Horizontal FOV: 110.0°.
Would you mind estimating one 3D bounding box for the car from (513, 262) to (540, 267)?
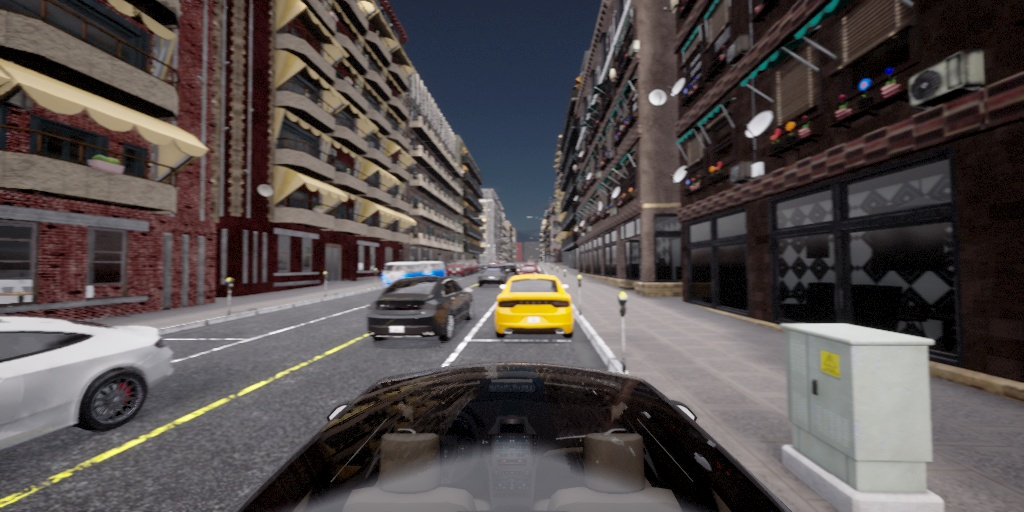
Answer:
[{"bbox_3d":[1.320,1.416,27.920,1.888,1.381,4.507,0,0,4],"label":"car"}]

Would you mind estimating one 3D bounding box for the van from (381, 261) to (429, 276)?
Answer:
[{"bbox_3d":[-6.894,1.272,22.963,1.690,1.789,3.998,0,0,4],"label":"van"}]

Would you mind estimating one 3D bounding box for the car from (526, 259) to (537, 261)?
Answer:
[{"bbox_3d":[2.032,1.372,38.959,1.967,1.591,4.097,0,0,4],"label":"car"}]

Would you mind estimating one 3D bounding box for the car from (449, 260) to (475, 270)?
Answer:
[{"bbox_3d":[-5.838,1.336,39.521,2.192,1.841,5.009,0,0,4],"label":"car"}]

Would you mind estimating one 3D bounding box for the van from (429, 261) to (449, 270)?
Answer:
[{"bbox_3d":[-6.542,1.301,28.484,1.690,1.789,3.998,0,0,4],"label":"van"}]

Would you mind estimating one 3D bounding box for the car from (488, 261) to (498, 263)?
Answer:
[{"bbox_3d":[-2.686,1.662,48.763,1.895,1.301,4.718,-1,0,4],"label":"car"}]

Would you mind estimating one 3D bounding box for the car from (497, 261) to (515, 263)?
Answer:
[{"bbox_3d":[-0.278,1.463,43.319,1.882,1.535,5.008,-1,0,4],"label":"car"}]

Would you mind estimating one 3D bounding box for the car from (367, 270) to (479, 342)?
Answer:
[{"bbox_3d":[-2.301,1.320,10.059,1.837,1.490,4.892,-1,0,4],"label":"car"}]

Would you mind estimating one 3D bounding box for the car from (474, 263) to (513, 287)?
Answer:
[{"bbox_3d":[-1.264,1.453,26.307,1.994,1.385,4.181,-1,0,4],"label":"car"}]

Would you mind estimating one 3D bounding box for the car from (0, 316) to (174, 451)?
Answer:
[{"bbox_3d":[-5.704,1.345,3.071,1.812,1.442,4.674,-1,0,4],"label":"car"}]

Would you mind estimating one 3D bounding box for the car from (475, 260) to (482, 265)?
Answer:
[{"bbox_3d":[-5.486,1.369,45.040,2.192,1.841,5.009,0,0,4],"label":"car"}]

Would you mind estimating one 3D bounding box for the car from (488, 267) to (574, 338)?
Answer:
[{"bbox_3d":[0.638,1.261,10.362,1.882,1.535,5.008,-1,0,4],"label":"car"}]
